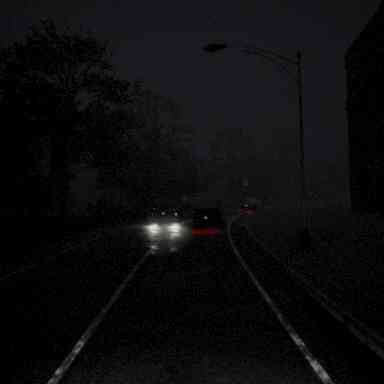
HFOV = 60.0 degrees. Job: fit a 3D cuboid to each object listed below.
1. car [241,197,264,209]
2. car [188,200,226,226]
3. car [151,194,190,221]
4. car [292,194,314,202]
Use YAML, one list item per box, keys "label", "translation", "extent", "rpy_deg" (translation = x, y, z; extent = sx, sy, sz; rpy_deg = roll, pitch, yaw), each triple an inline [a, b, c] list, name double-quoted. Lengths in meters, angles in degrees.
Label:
- label: "car"
  translation: [7.435, 1.304, 41.188]
  extent: [1.812, 1.442, 4.674]
  rpy_deg: [-3, -1, 27]
- label: "car"
  translation: [1.250, 1.410, 22.841]
  extent: [1.882, 1.535, 5.008]
  rpy_deg: [-1, 0, 9]
- label: "car"
  translation: [-1.505, 1.208, 26.938]
  extent: [2.150, 2.045, 5.566]
  rpy_deg: [-1, 0, 13]
- label: "car"
  translation: [21.031, 1.132, 63.124]
  extent: [4.718, 1.301, 1.895]
  rpy_deg: [-2, -3, -38]
